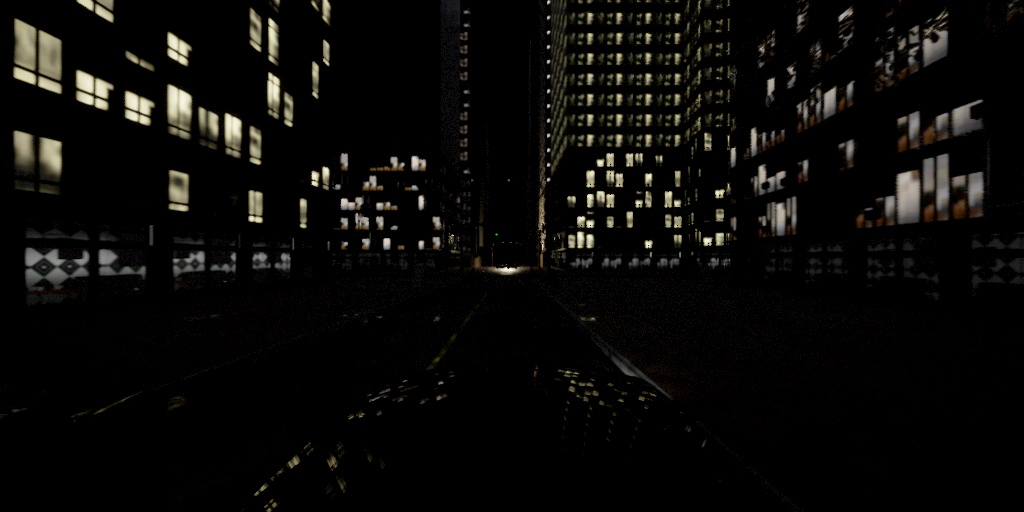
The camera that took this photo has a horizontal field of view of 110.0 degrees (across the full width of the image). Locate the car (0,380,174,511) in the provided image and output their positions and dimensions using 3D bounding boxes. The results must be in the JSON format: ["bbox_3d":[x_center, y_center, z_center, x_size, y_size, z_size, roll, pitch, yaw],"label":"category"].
[{"bbox_3d":[-3.100,1.207,0.149,1.882,1.535,5.008,0,-1,0],"label":"car"}]
